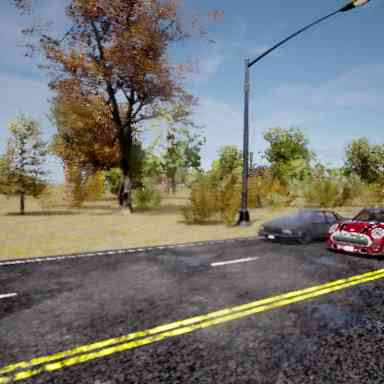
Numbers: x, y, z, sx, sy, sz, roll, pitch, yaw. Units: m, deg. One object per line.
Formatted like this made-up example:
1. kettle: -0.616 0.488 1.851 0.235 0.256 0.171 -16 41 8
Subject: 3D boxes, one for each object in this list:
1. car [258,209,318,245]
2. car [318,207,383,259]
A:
1. car: 5.512 1.518 15.510 5.357 1.411 2.033 1 1 -35
2. car: 7.230 1.377 12.737 4.553 1.767 2.097 1 1 -35
